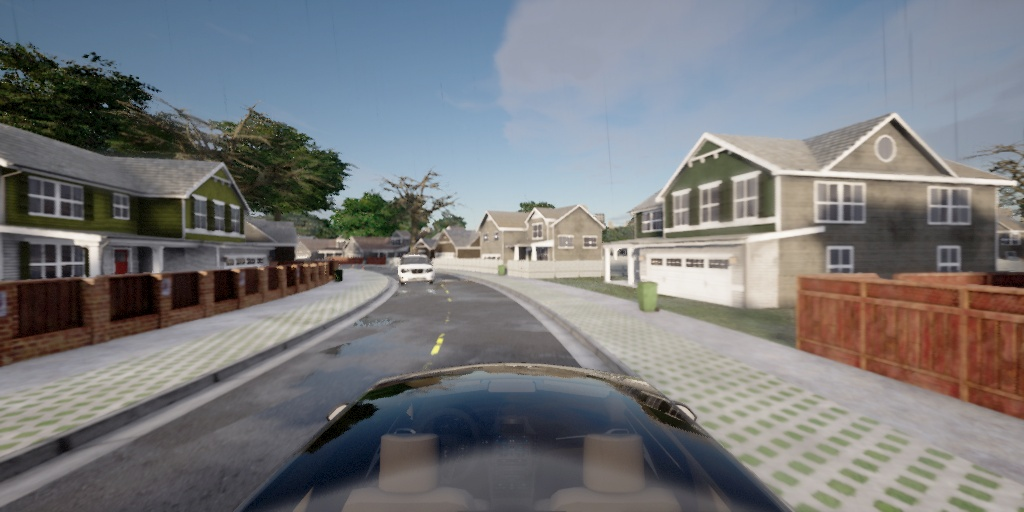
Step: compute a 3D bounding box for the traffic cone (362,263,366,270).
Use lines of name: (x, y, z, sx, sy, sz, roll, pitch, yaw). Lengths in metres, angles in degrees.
traffic cone: (-20.297, 1.612, 48.935, 0.340, 0.580, 0.340, 0, 0, -38)

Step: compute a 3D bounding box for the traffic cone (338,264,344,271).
traffic cone: (-26.708, 1.611, 56.198, 0.340, 0.580, 0.340, 0, 0, -45)

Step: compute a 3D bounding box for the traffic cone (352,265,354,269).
traffic cone: (-23.391, 1.611, 52.666, 0.340, 0.580, 0.340, 0, 0, -41)

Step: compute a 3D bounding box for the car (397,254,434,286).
car: (-6.807, 0.911, 25.243, 2.150, 2.045, 5.566, 0, 0, -18)
